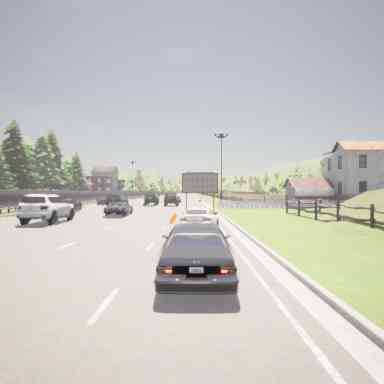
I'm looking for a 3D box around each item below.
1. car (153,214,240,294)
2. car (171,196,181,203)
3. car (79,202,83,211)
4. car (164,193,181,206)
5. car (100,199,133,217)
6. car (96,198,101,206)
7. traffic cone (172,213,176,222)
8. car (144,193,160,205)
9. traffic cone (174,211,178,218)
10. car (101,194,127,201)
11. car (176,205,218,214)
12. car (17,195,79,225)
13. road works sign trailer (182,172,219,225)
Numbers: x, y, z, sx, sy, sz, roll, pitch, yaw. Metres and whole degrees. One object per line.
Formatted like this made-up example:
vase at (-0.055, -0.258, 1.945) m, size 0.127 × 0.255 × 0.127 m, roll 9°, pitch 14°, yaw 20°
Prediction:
car at (0.113, 1.547, 8.900) m, size 2.033 × 1.411 × 5.357 m, roll 0°, pitch 0°, yaw 1°
car at (-3.283, 1.564, 68.654) m, size 1.994 × 1.385 × 4.181 m, roll 0°, pitch 0°, yaw 0°
car at (-13.836, 1.504, 37.471) m, size 1.837 × 1.490 × 4.892 m, roll 0°, pitch 0°, yaw 0°
car at (-3.309, 1.221, 53.439) m, size 2.150 × 2.045 × 5.566 m, roll 0°, pitch 0°, yaw 0°
car at (-6.846, 1.600, 31.410) m, size 1.895 × 1.301 × 4.718 m, roll 0°, pitch 0°, yaw 0°
car at (-13.811, 1.525, 53.036) m, size 1.812 × 1.442 × 4.674 m, roll 0°, pitch 0°, yaw 0°
traffic cone at (-1.448, 1.955, 23.257) m, size 0.340 × 0.580 × 0.340 m, roll 0°, pitch 0°, yaw 0°
car at (-6.804, 1.220, 56.705) m, size 2.150 × 2.045 × 5.566 m, roll 0°, pitch 0°, yaw 0°
traffic cone at (-1.444, 1.955, 25.257) m, size 0.340 × 0.580 × 0.340 m, roll 0°, pitch 0°, yaw 0°
car at (-10.321, 1.224, 45.859) m, size 2.150 × 2.045 × 5.566 m, roll 0°, pitch 0°, yaw 0°
car at (0.415, 1.542, 18.508) m, size 1.812 × 1.442 × 4.674 m, roll -1°, pitch -1°, yaw 7°
car at (-10.359, 1.216, 23.997) m, size 2.150 × 2.045 × 5.566 m, roll 0°, pitch -1°, yaw 0°
road works sign trailer at (0.526, 0.464, 22.120) m, size 2.380 × 3.560 × 2.880 m, roll 0°, pitch 0°, yaw -2°
